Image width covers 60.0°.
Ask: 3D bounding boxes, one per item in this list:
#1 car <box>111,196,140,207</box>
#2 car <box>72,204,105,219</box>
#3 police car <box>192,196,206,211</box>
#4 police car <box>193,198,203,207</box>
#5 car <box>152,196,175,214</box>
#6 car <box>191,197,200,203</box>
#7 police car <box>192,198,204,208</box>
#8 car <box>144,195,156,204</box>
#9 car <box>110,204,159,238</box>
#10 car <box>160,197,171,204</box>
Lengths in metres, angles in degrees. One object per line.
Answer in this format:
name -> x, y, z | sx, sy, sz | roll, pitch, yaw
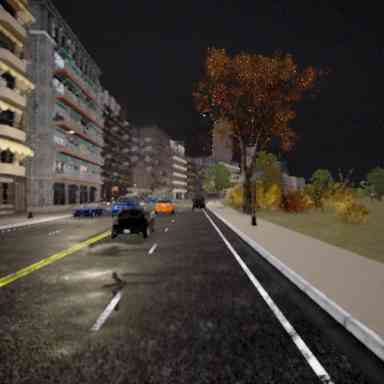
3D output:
car -> -6.573, 1.463, 33.371 | 2.150, 2.045, 5.566 | 0, -1, 0
car -> -9.828, 1.832, 31.967 | 1.895, 1.301, 4.718 | 0, 0, 0
police car -> 0.995, 1.769, 47.205 | 1.930, 1.638, 5.238 | 0, 0, 0
police car -> 1.121, 1.890, 63.065 | 1.930, 1.638, 5.238 | 0, 0, 1
car -> -3.132, 1.639, 39.684 | 2.097, 1.767, 4.553 | 0, -1, 0
car -> 0.989, 1.975, 81.613 | 1.882, 1.535, 5.008 | 0, -1, 4
police car -> 1.019, 1.845, 57.149 | 1.930, 1.638, 5.238 | 0, 0, 1
car -> -9.182, 1.662, 74.442 | 2.150, 2.045, 5.566 | 0, 0, 3
car -> -3.142, 1.639, 18.424 | 1.837, 1.490, 4.892 | 0, 0, 0
car -> -5.914, 1.881, 74.709 | 1.882, 1.535, 5.008 | 0, 0, 3
